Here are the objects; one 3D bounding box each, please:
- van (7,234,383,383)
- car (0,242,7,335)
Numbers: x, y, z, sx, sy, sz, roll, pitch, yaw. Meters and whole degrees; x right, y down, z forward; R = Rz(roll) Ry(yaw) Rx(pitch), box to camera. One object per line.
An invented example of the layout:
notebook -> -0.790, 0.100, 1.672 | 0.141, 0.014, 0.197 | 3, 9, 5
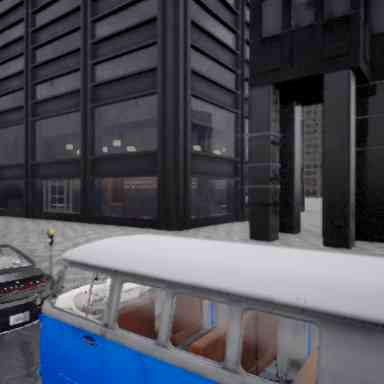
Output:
van -> 0.378, 1.341, 2.692 | 3.998, 1.788, 1.690 | 0, 0, 35
car -> -4.210, 1.551, 5.965 | 4.403, 1.369, 2.008 | 0, 0, 35
